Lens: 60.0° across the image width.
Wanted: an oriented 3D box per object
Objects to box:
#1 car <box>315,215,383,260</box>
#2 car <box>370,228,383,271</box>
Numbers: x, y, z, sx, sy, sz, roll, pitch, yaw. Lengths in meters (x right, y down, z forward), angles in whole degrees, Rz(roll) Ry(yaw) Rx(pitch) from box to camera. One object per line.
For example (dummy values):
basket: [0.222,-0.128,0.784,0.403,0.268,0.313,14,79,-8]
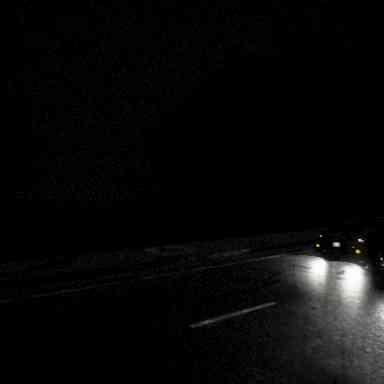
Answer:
car: [6.454,1.572,12.283,4.181,1.385,1.994,0,0,-35]
car: [6.784,1.607,8.528,4.718,1.301,1.895,0,0,-36]
